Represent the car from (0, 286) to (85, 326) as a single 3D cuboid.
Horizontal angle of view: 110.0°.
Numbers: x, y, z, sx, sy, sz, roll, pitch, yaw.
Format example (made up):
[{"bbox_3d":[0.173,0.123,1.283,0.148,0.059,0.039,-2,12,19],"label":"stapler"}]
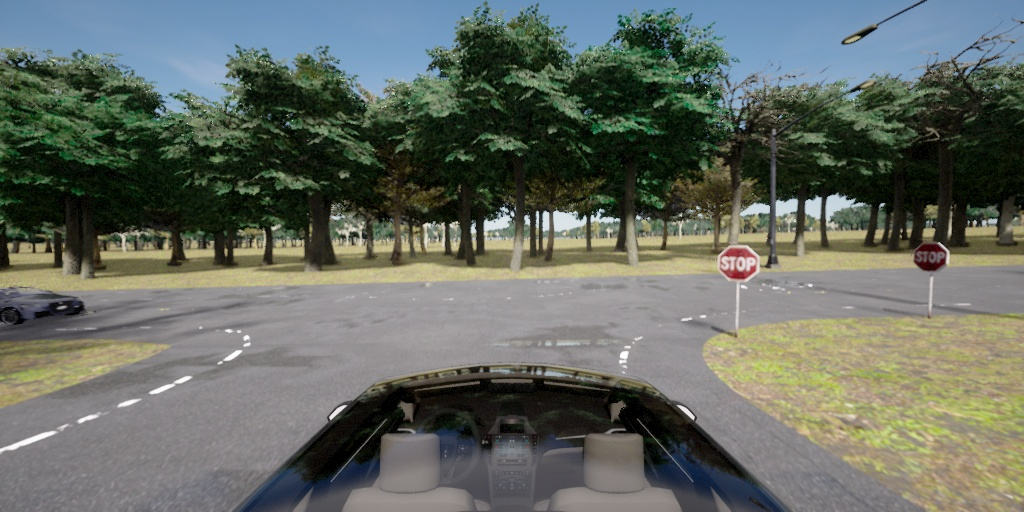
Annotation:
[{"bbox_3d":[-20.271,1.967,14.552,4.181,1.385,1.994,-1,3,0],"label":"car"}]
